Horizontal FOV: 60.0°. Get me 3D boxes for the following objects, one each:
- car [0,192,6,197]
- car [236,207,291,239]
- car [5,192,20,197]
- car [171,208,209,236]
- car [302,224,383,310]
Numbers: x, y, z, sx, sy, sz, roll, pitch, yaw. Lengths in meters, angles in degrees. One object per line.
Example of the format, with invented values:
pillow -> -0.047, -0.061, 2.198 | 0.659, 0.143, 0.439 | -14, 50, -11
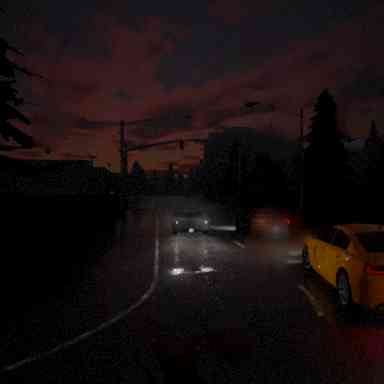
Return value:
car -> -41.194, 1.046, 72.276 | 1.905, 1.878, 3.866 | 0, 0, -5
car -> 3.552, 1.512, 17.079 | 1.812, 1.442, 4.674 | 0, 0, -5
car -> -38.338, 1.065, 72.949 | 1.932, 1.855, 4.605 | 0, 0, -5
car -> -0.217, 1.588, 18.651 | 1.895, 1.301, 4.718 | 0, 0, -5
car -> 4.003, 1.470, 7.764 | 1.882, 1.535, 5.008 | 0, 0, 6
